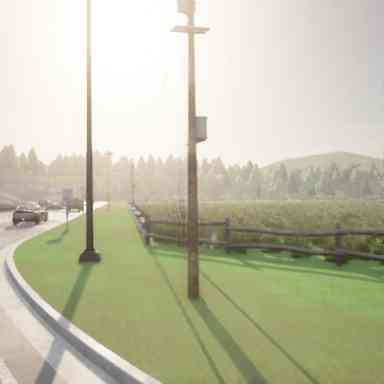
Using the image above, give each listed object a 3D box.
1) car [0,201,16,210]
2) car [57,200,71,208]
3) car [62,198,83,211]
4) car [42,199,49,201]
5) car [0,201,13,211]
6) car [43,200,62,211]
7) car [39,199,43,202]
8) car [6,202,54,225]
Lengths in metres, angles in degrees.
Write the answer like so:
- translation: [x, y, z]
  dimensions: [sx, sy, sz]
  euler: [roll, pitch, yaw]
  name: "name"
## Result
- translation: [-35.249, 2.515, 63.197]
  dimensions: [1.812, 1.442, 4.674]
  euler: [0, -1, -12]
  name: "car"
- translation: [-24.881, 2.259, 64.895]
  dimensions: [1.837, 1.490, 4.892]
  euler: [0, -1, -12]
  name: "car"
- translation: [-18.694, 1.965, 52.942]
  dimensions: [2.150, 2.045, 5.566]
  euler: [0, -1, -12]
  name: "car"
- translation: [-28.301, 2.133, 64.148]
  dimensions: [2.097, 1.767, 4.553]
  euler: [0, -1, -12]
  name: "car"
- translation: [-29.265, 2.420, 52.209]
  dimensions: [1.895, 1.301, 4.718]
  euler: [0, -1, -12]
  name: "car"
- translation: [-22.830, 2.402, 55.132]
  dimensions: [1.895, 1.301, 4.718]
  euler: [0, -1, -12]
  name: "car"
- translation: [-26.269, 2.347, 54.476]
  dimensions: [1.812, 1.442, 4.674]
  euler: [0, -1, -12]
  name: "car"
- translation: [-13.427, 1.911, 27.859]
  dimensions: [2.128, 1.511, 4.902]
  euler: [0, -1, -12]
  name: "car"
